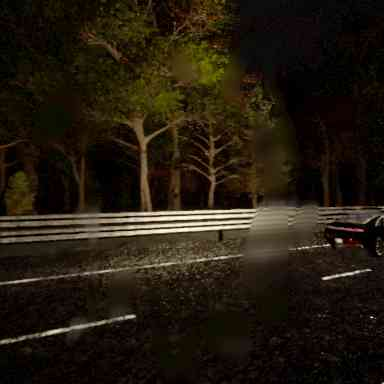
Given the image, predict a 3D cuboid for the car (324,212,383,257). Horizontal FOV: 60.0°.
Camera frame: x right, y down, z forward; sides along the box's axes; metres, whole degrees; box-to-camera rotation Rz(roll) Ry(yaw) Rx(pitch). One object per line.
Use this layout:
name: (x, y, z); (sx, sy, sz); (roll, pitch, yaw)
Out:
car: (7.271, 1.525, 13.013); (4.902, 1.511, 2.128); (0, 0, -31)
